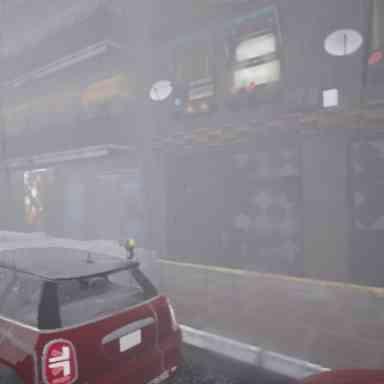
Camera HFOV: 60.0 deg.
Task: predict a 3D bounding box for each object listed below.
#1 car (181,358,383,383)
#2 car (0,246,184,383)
[{"bbox_3d":[2.332,1.547,1.080,4.507,1.381,1.887,0,-1,36],"label":"car"},{"bbox_3d":[-2.165,1.436,4.302,4.097,1.590,1.967,0,-1,36],"label":"car"}]
